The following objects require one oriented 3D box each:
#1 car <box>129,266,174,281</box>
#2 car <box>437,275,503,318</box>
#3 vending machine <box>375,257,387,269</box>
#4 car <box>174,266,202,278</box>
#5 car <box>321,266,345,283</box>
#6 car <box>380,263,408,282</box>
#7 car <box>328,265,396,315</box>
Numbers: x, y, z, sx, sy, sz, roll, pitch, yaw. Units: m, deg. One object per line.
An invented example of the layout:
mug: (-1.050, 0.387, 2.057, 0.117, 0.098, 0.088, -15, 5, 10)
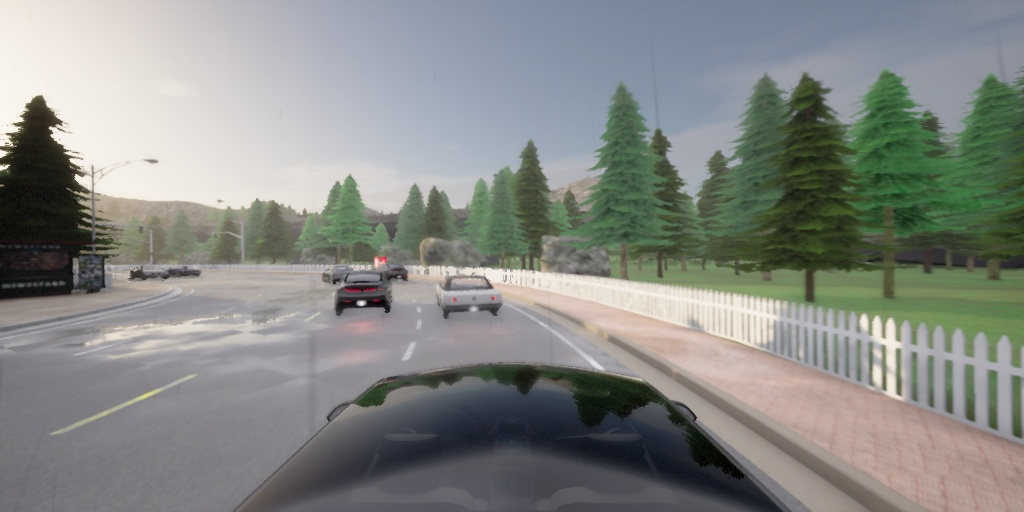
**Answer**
car: (-36.042, 1.670, 35.592, 4.674, 1.442, 1.812, -1, 0, 27)
car: (-1.745, 1.358, 13.207, 1.895, 1.301, 4.718, -1, 0, -15)
vending machine: (-14.422, 1.072, 39.549, 0.880, 2.100, 1.100, 0, 0, 39)
car: (-36.596, 1.746, 39.834, 4.718, 1.301, 1.895, -1, 0, 28)
car: (-13.518, 1.444, 28.122, 1.994, 1.385, 4.181, -1, 0, -39)
car: (-10.122, 1.344, 29.473, 1.837, 1.490, 4.892, 0, 0, -38)
car: (-5.705, 1.309, 14.176, 1.837, 1.490, 4.892, 0, 0, -17)
